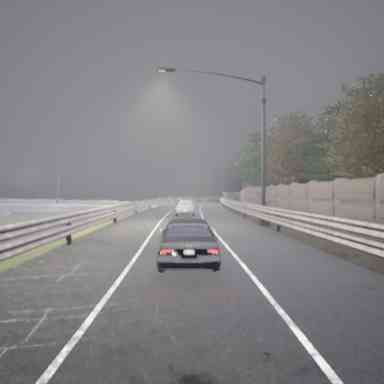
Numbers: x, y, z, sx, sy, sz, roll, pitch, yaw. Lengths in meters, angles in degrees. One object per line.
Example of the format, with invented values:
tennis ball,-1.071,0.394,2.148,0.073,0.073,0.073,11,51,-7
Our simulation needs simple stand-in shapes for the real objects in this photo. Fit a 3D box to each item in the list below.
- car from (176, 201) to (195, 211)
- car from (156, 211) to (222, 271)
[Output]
car,-0.644,1.587,33.502,1.812,1.442,4.674,0,0,0
car,-0.136,1.571,10.905,2.033,1.411,5.357,0,0,-1
